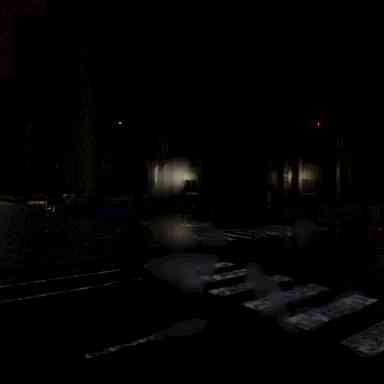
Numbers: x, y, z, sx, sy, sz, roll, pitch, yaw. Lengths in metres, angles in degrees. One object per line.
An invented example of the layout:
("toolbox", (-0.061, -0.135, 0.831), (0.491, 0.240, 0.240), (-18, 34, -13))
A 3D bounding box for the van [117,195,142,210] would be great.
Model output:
("van", (-8.249, 1.330, 43.587), (1.690, 1.788, 3.998), (0, 0, -36))

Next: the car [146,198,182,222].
("car", (-3.151, 1.458, 26.389), (1.882, 1.535, 5.008), (0, 0, -35))

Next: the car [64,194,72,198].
("car", (-22.317, 1.527, 58.497), (2.033, 1.411, 5.357), (0, 0, -36))

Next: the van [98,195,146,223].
("van", (-5.268, 1.314, 24.774), (1.690, 1.788, 3.998), (0, 0, -36))

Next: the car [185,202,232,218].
("car", (1.663, 1.549, 29.736), (2.008, 1.369, 4.403), (0, 0, -36))

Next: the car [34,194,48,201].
("car", (-37.987, 1.304, 85.140), (2.192, 1.841, 5.009), (0, 0, -36))

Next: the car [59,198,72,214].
("car", (-11.877, 1.547, 34.007), (1.802, 1.307, 4.206), (0, 0, -36))

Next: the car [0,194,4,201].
("car", (-41.614, 1.529, 75.559), (1.947, 1.339, 4.313), (0, 0, -36))

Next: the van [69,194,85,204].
("van", (-21.466, 1.329, 62.055), (1.690, 1.788, 3.998), (0, 0, -36))

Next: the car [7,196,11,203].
("car", (-35.006, 1.403, 66.325), (1.967, 1.590, 4.097), (0, 0, -36))

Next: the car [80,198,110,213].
("car", (-10.996, 1.499, 37.360), (1.812, 1.442, 4.674), (0, 0, -36))

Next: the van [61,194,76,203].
("van", (-24.771, 1.329, 66.672), (1.690, 1.788, 3.998), (0, 0, -36))

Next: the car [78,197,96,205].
("car", (-18.162, 1.569, 57.437), (1.802, 1.307, 4.206), (0, 0, -36))

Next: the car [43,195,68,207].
("car", (-21.362, 1.541, 52.007), (1.812, 1.442, 4.674), (0, 0, -36))

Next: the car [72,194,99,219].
("car", (-8.572, 1.284, 29.391), (2.192, 1.841, 5.009), (0, 0, -36))

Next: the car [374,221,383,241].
("car", (10.085, 1.549, 12.870), (5.357, 1.411, 2.033), (0, 0, 27))

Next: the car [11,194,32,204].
("car", (-31.702, 1.513, 61.708), (2.008, 1.369, 4.403), (0, 0, -36))

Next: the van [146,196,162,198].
("van", (-4.945, 1.332, 38.971), (1.690, 1.788, 3.998), (0, 0, -36))

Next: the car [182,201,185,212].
("car", (-1.641, 1.576, 34.353), (1.802, 1.307, 4.206), (0, 0, -36))

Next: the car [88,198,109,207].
("car", (-14.858, 1.569, 52.820), (1.802, 1.307, 4.206), (0, 0, -36))

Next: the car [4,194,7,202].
("car", (-38.211, 1.488, 70.804), (1.752, 1.417, 4.829), (0, 0, -36))
